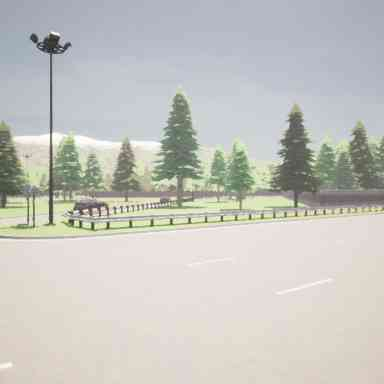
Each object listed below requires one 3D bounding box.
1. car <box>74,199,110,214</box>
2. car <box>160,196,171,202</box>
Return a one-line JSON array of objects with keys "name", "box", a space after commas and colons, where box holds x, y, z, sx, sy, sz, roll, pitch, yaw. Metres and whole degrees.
[{"name": "car", "box": [-10.489, 1.491, 35.231, 2.128, 1.511, 4.902, 0, 0, 15]}, {"name": "car", "box": [-5.564, 1.525, 69.781, 1.812, 1.442, 4.674, 0, 0, 5]}]
